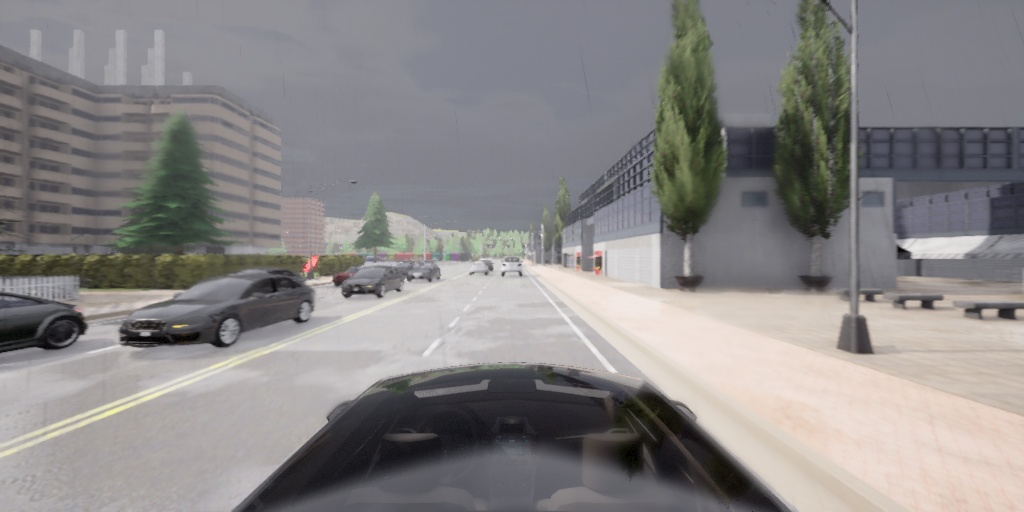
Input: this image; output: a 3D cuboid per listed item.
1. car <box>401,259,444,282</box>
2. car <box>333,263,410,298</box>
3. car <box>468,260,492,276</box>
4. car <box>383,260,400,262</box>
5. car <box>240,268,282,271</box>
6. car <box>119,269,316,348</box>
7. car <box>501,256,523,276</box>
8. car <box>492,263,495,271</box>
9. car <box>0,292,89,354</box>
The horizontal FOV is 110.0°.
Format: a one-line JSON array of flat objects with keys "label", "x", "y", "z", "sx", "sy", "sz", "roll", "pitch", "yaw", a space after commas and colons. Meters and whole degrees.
[{"label": "car", "x": -7.029, "y": 1.276, "z": 29.149, "sx": 2.128, "sy": 1.511, "sz": 4.902, "roll": 0, "pitch": 0, "yaw": 1}, {"label": "car", "x": -7.084, "y": 1.276, "z": 18.733, "sx": 1.837, "sy": 1.490, "sz": 4.892, "roll": 0, "pitch": 0, "yaw": 0}, {"label": "car", "x": -3.494, "y": 1.322, "z": 38.615, "sx": 1.812, "sy": 1.442, "sz": 4.674, "roll": 0, "pitch": 0, "yaw": 0}, {"label": "car", "x": -10.501, "y": 1.339, "z": 35.297, "sx": 2.033, "sy": 1.411, "sz": 5.357, "roll": 0, "pitch": 0, "yaw": 0}, {"label": "car", "x": -10.593, "y": 1.271, "z": 14.983, "sx": 1.837, "sy": 1.490, "sz": 4.892, "roll": 0, "pitch": 0, "yaw": 0}, {"label": "car", "x": -7.089, "y": 1.264, "z": 9.369, "sx": 1.837, "sy": 1.490, "sz": 4.892, "roll": 0, "pitch": 0, "yaw": 0}, {"label": "car", "x": -0.001, "y": 1.016, "z": 37.176, "sx": 2.150, "sy": 2.045, "sz": 5.566, "roll": 0, "pitch": 0, "yaw": 0}, {"label": "car", "x": -3.487, "y": 1.317, "z": 49.624, "sx": 1.837, "sy": 1.490, "sz": 4.892, "roll": 0, "pitch": 0, "yaw": 0}, {"label": "car", "x": -10.596, "y": 1.320, "z": 6.330, "sx": 1.994, "sy": 1.385, "sz": 4.181, "roll": 0, "pitch": 0, "yaw": 0}]
